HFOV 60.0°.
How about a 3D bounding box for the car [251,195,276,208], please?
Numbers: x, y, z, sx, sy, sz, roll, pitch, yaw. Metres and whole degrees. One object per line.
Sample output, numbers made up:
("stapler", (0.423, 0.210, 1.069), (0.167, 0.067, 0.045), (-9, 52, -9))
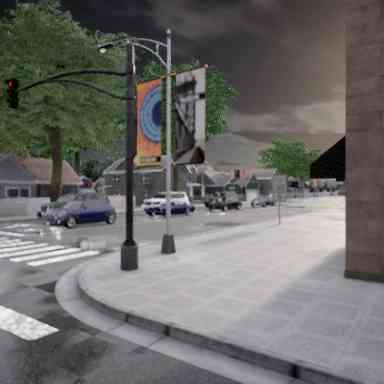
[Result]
("car", (9.456, 1.218, 43.997), (2.128, 1.511, 4.902), (0, 0, 36))

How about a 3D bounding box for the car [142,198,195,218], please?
("car", (-1.782, 1.431, 28.323), (1.895, 1.301, 4.718), (0, 0, 36))

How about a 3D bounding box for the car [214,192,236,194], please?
("car", (3.753, 0.968, 41.625), (2.150, 2.045, 5.566), (0, 0, 35))

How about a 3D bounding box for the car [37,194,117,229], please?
("car", (-7.002, 1.233, 21.002), (2.097, 1.767, 4.553), (0, 0, 35))

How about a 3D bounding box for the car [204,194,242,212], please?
("car", (3.664, 1.256, 35.929), (1.882, 1.535, 5.008), (0, 0, 35))

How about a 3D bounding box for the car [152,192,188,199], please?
("car", (-2.496, 1.026, 32.891), (2.150, 2.045, 5.566), (0, 0, 35))

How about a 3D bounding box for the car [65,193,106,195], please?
("car", (-8.482, 1.083, 24.576), (2.150, 2.045, 5.566), (0, 0, 34))
